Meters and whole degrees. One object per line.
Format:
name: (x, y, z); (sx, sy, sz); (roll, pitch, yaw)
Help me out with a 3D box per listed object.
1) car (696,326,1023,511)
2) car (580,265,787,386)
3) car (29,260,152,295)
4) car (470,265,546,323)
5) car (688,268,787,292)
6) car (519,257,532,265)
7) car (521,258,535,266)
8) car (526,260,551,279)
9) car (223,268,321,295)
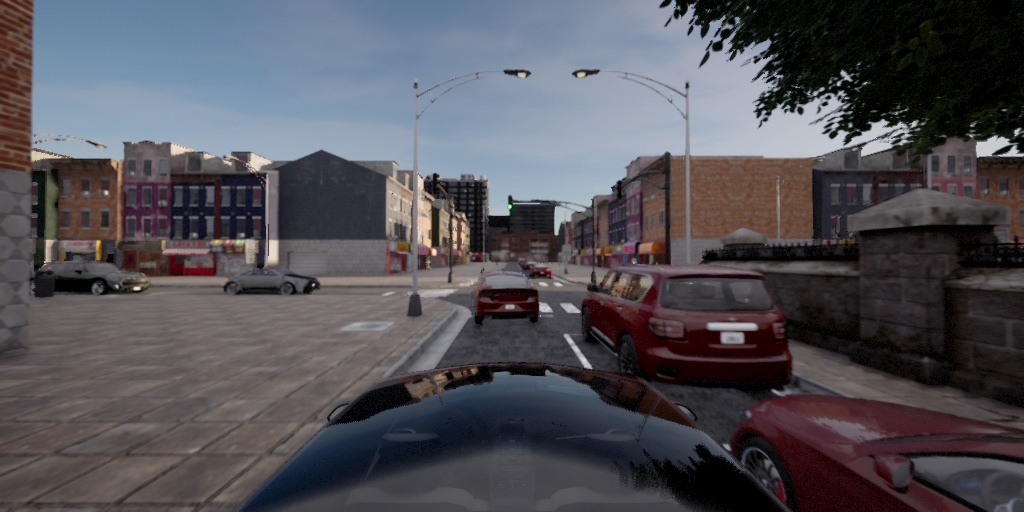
car: (2.639, 1.332, 1.244); (1.802, 1.307, 4.207); (0, 0, 0)
car: (2.634, 1.066, 6.693); (2.192, 1.841, 5.009); (0, 0, 0)
car: (-21.277, 1.062, 18.214); (4.553, 1.767, 2.097); (0, -1, 0)
car: (-0.382, 1.230, 12.266); (1.882, 1.535, 5.008); (0, 0, -8)
car: (13.281, 1.401, 21.310); (4.718, 1.301, 1.895); (0, -1, 0)
car: (2.592, 1.138, 54.871); (2.192, 1.841, 5.009); (0, 0, 0)
car: (2.596, 1.354, 49.434); (1.888, 1.381, 4.507); (0, 0, 0)
car: (2.611, 1.322, 33.122); (1.888, 1.381, 4.507); (0, 0, 0)
car: (-12.090, 1.286, 18.249); (4.181, 1.385, 1.994); (0, -1, 0)
